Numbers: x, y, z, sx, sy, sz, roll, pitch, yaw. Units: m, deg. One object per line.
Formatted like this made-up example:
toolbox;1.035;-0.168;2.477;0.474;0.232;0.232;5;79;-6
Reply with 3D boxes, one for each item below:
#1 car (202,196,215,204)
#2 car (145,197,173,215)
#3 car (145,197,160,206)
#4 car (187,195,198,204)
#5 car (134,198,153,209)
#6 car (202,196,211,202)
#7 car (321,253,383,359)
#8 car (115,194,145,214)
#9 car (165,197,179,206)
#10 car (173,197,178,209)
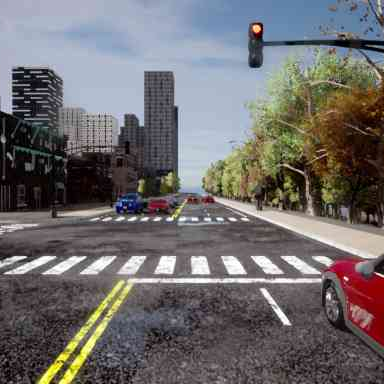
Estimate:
car;3.373;1.453;65.312;1.882;1.535;5.008;0;0;0
car;-3.326;1.467;34.525;1.882;1.535;5.008;0;0;0
car;-6.551;1.544;55.537;1.994;1.385;4.181;0;0;1
car;0.122;1.329;64.880;2.097;1.767;4.553;0;0;0
car;-6.567;1.585;45.508;1.895;1.301;4.718;0;0;0
car;3.279;1.522;75.455;1.994;1.385;4.181;0;0;0
car;3.350;1.351;4.140;2.097;1.767;4.553;0;0;0
car;-6.572;1.211;35.514;2.150;2.045;5.566;0;0;0
car;-3.303;1.527;55.982;2.033;1.411;5.357;0;0;0
car;-3.315;1.532;45.409;2.033;1.411;5.357;0;0;0
